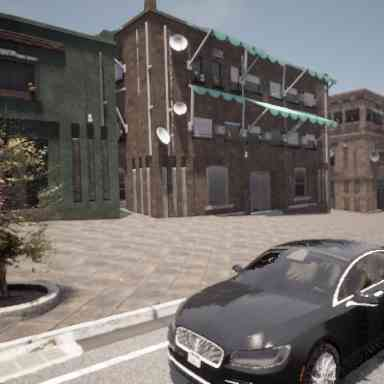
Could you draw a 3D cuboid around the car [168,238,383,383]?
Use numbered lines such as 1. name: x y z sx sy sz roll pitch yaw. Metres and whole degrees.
1. car: 1.899 1.532 5.008 4.892 1.490 1.837 1 -1 -39
